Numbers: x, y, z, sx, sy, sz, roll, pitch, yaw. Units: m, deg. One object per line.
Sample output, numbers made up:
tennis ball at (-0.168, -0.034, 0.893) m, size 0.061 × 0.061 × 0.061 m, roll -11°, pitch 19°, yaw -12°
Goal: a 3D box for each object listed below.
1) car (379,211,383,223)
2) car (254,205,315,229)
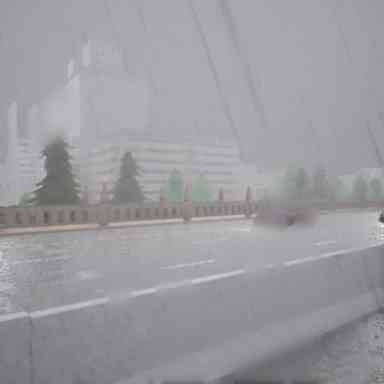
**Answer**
car at (15.033, 1.509, 23.480) m, size 4.181 × 1.385 × 1.994 m, roll 0°, pitch 0°, yaw -36°
car at (5.932, 1.538, 21.230) m, size 4.181 × 1.385 × 1.994 m, roll 0°, pitch 0°, yaw -36°
